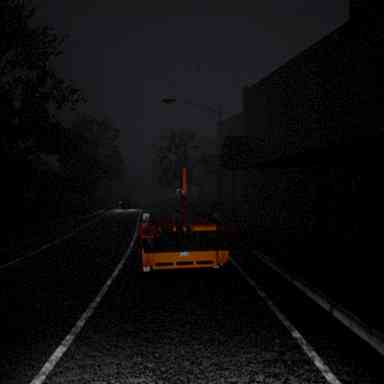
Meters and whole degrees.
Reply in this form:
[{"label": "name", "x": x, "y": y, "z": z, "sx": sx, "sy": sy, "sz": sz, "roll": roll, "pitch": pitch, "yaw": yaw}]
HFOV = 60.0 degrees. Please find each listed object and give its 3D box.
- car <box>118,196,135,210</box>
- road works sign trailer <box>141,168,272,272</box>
[{"label": "car", "x": -8.573, "y": 1.335, "z": 43.777, "sx": 2.097, "sy": 1.767, "sz": 4.553, "roll": -1, "pitch": 0, "yaw": -8}, {"label": "road works sign trailer", "x": 0.027, "y": 0.787, "z": 7.719, "sx": 2.380, "sy": 2.880, "sz": 3.560, "roll": 0, "pitch": 0, "yaw": -10}]
